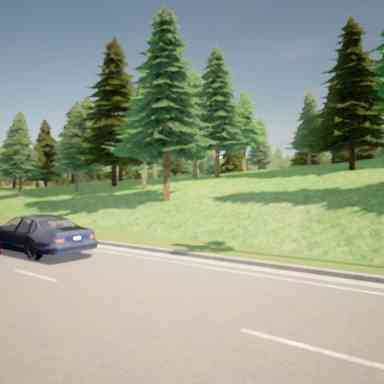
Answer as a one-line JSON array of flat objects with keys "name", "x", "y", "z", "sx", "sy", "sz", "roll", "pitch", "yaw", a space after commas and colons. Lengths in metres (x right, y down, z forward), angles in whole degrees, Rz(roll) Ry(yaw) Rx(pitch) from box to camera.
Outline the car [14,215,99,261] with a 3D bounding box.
[{"name": "car", "x": -5.796, "y": 1.561, "z": 12.356, "sx": 5.357, "sy": 1.411, "sz": 2.033, "roll": 0, "pitch": 0, "yaw": 36}]

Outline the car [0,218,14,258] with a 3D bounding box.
[{"name": "car", "x": -7.504, "y": 1.230, "z": 9.272, "sx": 5.566, "sy": 2.045, "sz": 2.150, "roll": -1, "pitch": 0, "yaw": 36}]
